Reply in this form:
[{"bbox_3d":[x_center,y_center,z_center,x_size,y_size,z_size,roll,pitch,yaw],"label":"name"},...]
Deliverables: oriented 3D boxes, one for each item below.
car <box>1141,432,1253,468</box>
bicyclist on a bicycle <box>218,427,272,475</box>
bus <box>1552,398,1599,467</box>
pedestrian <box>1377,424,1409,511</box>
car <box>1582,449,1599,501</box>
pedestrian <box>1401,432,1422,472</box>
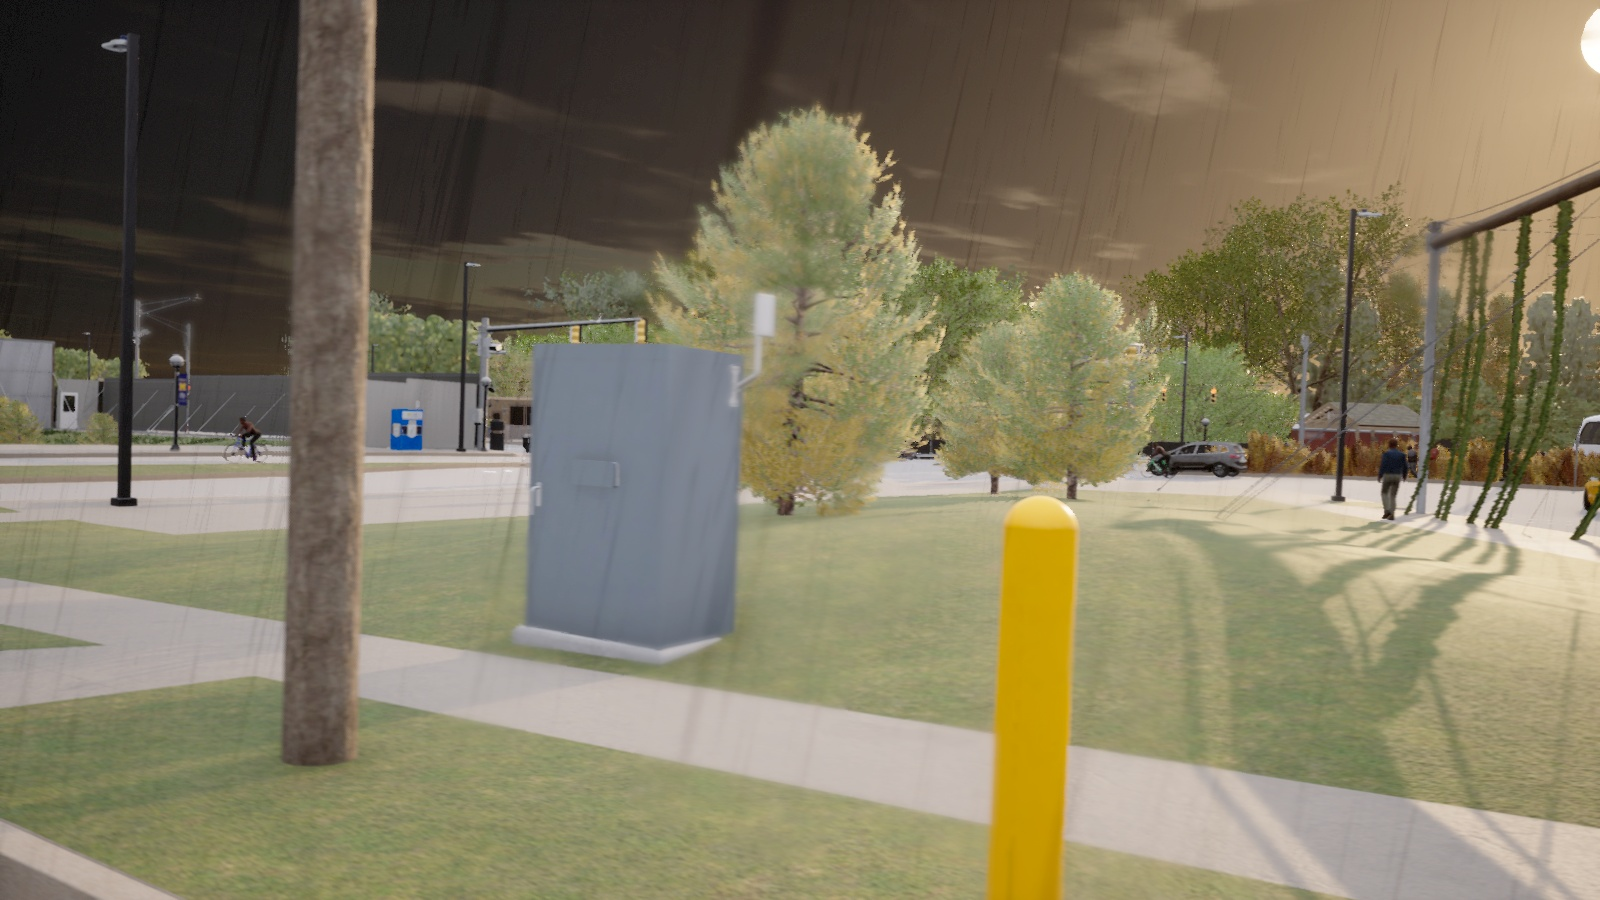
[{"bbox_3d":[18.900,0.013,59.787,4.611,1.667,2.242,-1,1,34],"label":"car"},{"bbox_3d":[-19.210,0.014,43.524,0.582,1.620,1.656,2,2,34],"label":"bicyclist on a bicycle"},{"bbox_3d":[52.518,-1.038,76.927,3.944,4.253,10.273,-1,2,-45],"label":"bus"},{"bbox_3d":[12.873,0.370,27.250,0.370,1.835,0.726,1,2,8],"label":"pedestrian"},{"bbox_3d":[25.944,0.822,39.077,1.882,1.535,5.008,1,2,22],"label":"car"},{"bbox_3d":[29.304,0.087,60.203,0.849,1.883,0.563,2,2,26],"label":"pedestrian"}]
